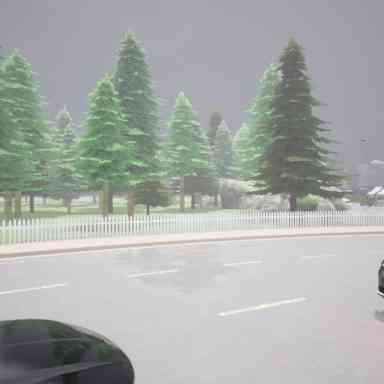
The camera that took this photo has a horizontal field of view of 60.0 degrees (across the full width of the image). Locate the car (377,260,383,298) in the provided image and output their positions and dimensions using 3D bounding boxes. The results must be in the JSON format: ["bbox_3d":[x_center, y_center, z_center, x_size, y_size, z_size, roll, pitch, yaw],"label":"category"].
[{"bbox_3d":[5.680,1.492,6.134,4.902,1.511,2.128,0,0,-23],"label":"car"}]

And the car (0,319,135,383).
[{"bbox_3d":[-2.678,1.478,1.653,5.008,1.535,1.882,0,0,-36],"label":"car"}]

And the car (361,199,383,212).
[{"bbox_3d":[23.111,1.581,41.123,1.812,1.442,4.674,0,0,-3],"label":"car"}]

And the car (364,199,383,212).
[{"bbox_3d":[19.910,1.619,36.072,1.994,1.385,4.181,0,0,-3],"label":"car"}]
